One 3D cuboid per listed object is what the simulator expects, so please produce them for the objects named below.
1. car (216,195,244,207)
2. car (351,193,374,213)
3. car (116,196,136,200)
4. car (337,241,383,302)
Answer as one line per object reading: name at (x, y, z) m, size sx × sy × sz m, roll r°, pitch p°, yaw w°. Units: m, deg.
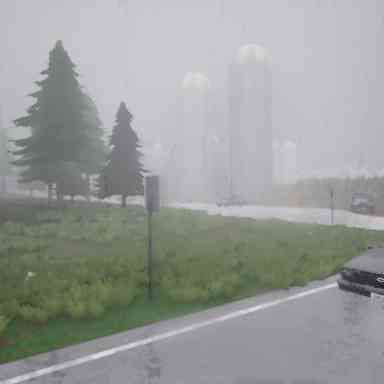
car at (5.144, 1.190, 45.242) m, size 3.988 × 1.617 × 1.851 m, roll 0°, pitch 0°, yaw -36°
car at (16.771, 1.055, 32.826) m, size 1.905 × 1.878 × 3.866 m, roll 0°, pitch 0°, yaw 24°
car at (-14.262, 1.256, 71.948) m, size 4.181 × 1.381 × 1.994 m, roll 0°, pitch 0°, yaw -36°
car at (5.556, 1.503, 7.556) m, size 5.357 × 1.411 × 2.033 m, roll 0°, pitch 0°, yaw -35°
